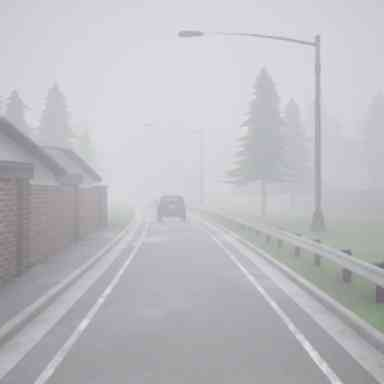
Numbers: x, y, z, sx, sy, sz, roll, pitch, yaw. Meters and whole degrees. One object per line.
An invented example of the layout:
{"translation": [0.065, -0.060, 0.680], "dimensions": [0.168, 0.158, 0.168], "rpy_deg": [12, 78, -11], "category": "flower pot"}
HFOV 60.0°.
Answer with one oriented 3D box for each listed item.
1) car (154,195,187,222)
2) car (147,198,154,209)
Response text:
{"translation": [-1.714, 1.227, 26.501], "dimensions": [2.150, 2.045, 5.566], "rpy_deg": [0, 0, -7], "category": "car"}
{"translation": [-4.998, 1.501, 45.561], "dimensions": [2.128, 1.511, 4.902], "rpy_deg": [0, 0, -11], "category": "car"}
